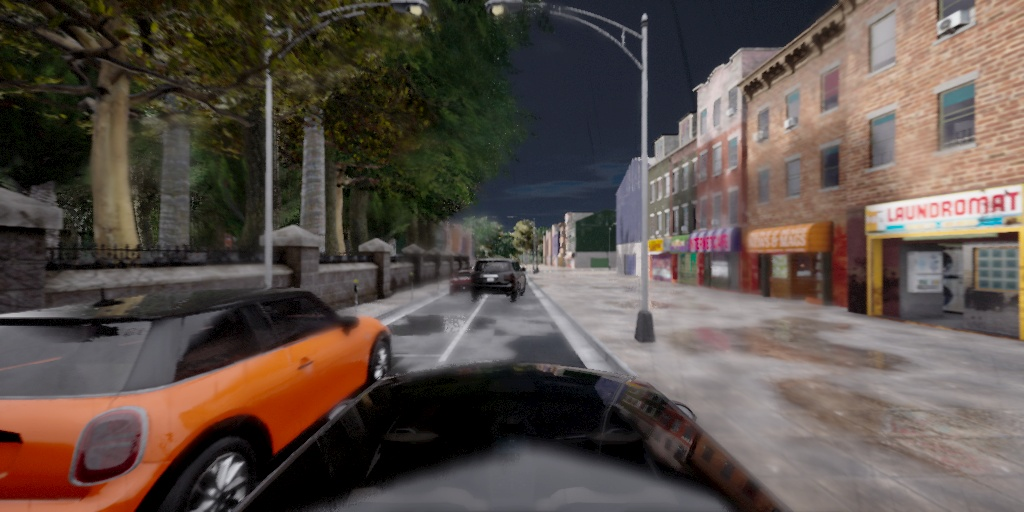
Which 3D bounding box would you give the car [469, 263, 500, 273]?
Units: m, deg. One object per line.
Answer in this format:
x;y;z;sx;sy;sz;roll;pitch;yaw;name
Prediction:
-4.524;1.978;58.144;5.008;1.535;1.882;-1;-2;37;car

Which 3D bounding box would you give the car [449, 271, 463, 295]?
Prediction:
-2.640;1.522;21.642;1.888;1.381;4.507;0;0;0;car

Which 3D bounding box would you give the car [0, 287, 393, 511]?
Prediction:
-2.989;1.128;4.030;2.097;1.767;4.553;0;-1;0;car

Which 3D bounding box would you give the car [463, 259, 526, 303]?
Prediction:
-0.573;1.160;18.362;2.150;2.045;5.566;0;-1;8;car
